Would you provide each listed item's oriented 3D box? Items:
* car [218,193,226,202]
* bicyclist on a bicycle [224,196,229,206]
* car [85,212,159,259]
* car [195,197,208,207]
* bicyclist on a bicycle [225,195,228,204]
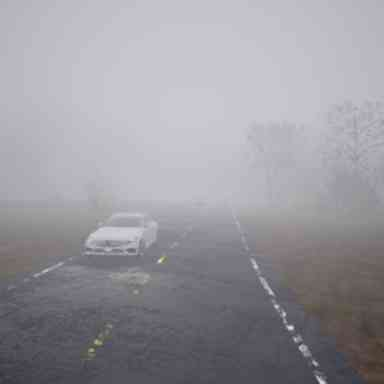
[{"bbox_3d":[7.241,1.540,78.793,1.812,1.442,4.674,0,0,6],"label":"car"},{"bbox_3d":[5.610,1.445,54.059,0.866,1.612,1.509,0,0,6],"label":"bicyclist on a bicycle"},{"bbox_3d":[-2.429,1.517,12.678,1.812,1.442,4.674,0,0,5],"label":"car"},{"bbox_3d":[1.551,1.507,52.769,1.837,1.490,4.892,0,0,6],"label":"car"},{"bbox_3d":[6.417,1.462,62.353,0.582,1.620,1.656,-1,0,6],"label":"bicyclist on a bicycle"}]
